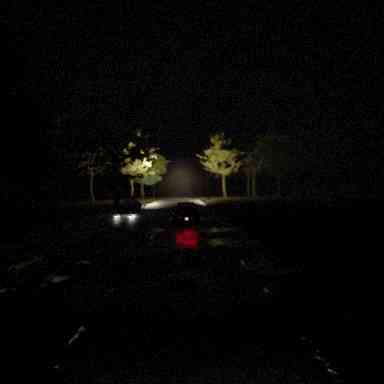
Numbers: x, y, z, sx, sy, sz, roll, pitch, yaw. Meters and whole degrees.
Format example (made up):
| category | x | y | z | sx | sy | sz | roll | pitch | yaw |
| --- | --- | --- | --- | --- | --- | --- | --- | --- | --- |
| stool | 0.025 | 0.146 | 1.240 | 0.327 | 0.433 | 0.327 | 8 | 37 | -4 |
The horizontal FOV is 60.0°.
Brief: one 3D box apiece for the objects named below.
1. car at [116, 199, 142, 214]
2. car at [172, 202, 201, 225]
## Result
| category | x | y | z | sx | sy | sz | roll | pitch | yaw |
| --- | --- | --- | --- | --- | --- | --- | --- | --- | --- |
| car | -6.824 | 1.524 | 36.571 | 1.882 | 1.535 | 5.008 | -1 | 0 | 5 |
| car | -0.402 | 1.497 | 24.281 | 1.837 | 1.490 | 4.892 | -1 | 0 | -1 |
